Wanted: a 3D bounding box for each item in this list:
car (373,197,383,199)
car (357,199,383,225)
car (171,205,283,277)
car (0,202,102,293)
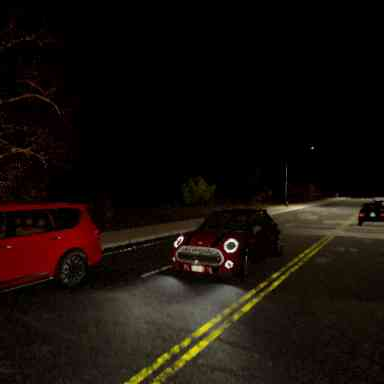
[{"bbox_3d":[21.301,1.303,37.637,2.128,1.511,4.902,-1,0,30],"label":"car"},{"bbox_3d":[12.383,1.446,22.595,2.033,1.411,5.357,-1,0,31],"label":"car"},{"bbox_3d":[1.268,1.355,10.437,2.097,1.767,4.553,-1,0,31],"label":"car"},{"bbox_3d":[-4.468,1.283,7.056,2.150,2.045,5.566,-1,0,31],"label":"car"}]
